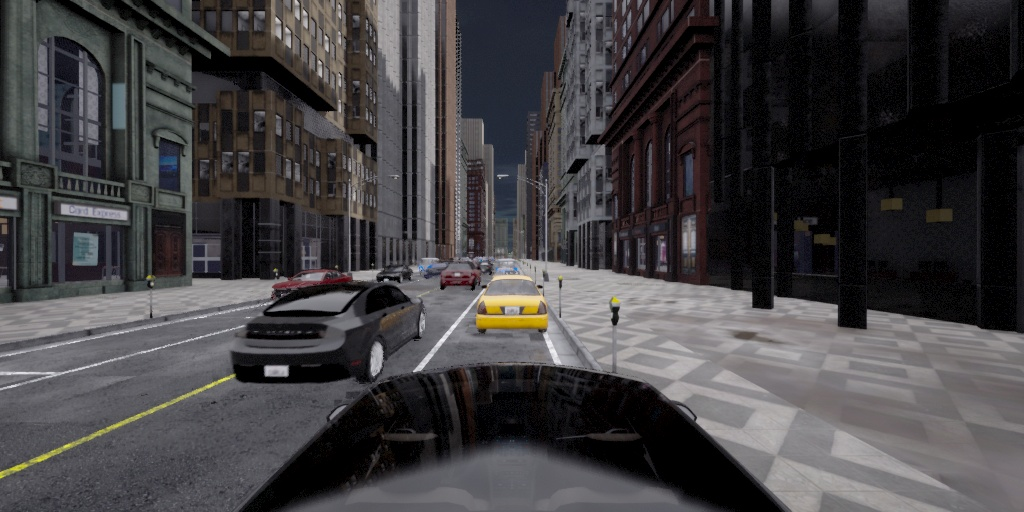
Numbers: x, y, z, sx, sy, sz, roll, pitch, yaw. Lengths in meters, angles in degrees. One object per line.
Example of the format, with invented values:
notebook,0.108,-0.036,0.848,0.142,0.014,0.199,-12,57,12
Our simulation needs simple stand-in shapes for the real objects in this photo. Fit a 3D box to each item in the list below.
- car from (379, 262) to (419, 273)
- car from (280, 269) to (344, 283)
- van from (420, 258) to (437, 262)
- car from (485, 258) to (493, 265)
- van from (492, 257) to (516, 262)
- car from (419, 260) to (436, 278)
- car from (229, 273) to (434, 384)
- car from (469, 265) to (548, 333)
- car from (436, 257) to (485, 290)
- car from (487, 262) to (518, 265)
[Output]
car,-8.908,1.323,27.572,1.948,1.339,4.313,0,0,0
car,-8.908,1.297,16.299,1.888,1.381,4.507,0,0,0
van,-8.908,1.104,38.846,1.690,1.789,3.998,0,0,0
car,-3.036,1.289,39.773,1.812,1.442,4.674,0,0,0
van,-0.383,1.098,27.584,1.690,1.789,3.998,0,0,0
car,-6.244,1.306,31.240,2.033,1.411,5.357,0,0,0
car,-3.049,1.254,7.068,1.837,1.490,4.892,0,0,0
car,0.005,1.208,10.690,1.801,1.575,5.366,0,0,0
car,-3.145,1.108,22.795,2.097,1.767,4.553,0,0,0
car,-0.383,1.280,22.119,1.751,1.417,4.829,0,0,0
